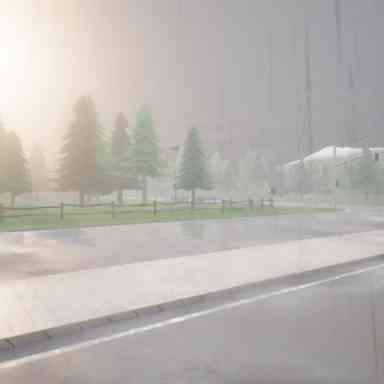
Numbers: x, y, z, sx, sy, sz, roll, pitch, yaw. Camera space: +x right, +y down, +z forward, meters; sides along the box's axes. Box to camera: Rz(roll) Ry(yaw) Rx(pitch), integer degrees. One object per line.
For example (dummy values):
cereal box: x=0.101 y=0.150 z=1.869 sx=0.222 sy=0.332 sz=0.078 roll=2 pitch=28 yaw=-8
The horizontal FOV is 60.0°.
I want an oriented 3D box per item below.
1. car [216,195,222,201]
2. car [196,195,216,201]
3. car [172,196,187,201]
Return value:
car: x=5.762 y=1.468 z=84.906 sx=1.837 sy=1.490 sz=4.892 roll=0 pitch=0 yaw=-35
car: x=2.888 y=1.494 z=82.909 sx=2.128 sy=1.511 sz=4.902 roll=0 pitch=0 yaw=-35
car: x=-2.843 y=1.563 z=78.890 sx=1.895 sy=1.301 sz=4.718 roll=0 pitch=0 yaw=-35
